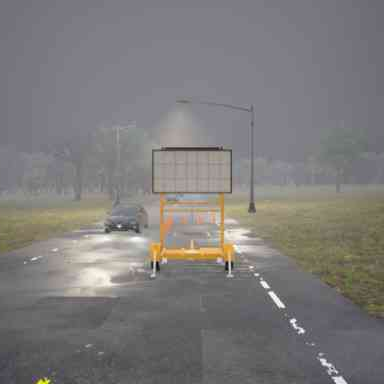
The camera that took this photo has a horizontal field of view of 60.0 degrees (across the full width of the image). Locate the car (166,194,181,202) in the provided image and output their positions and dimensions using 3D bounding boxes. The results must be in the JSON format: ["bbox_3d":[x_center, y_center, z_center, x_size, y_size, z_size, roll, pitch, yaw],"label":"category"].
[{"bbox_3d":[-3.546,1.124,59.766,1.882,1.535,5.008,0,1,0],"label":"car"}]

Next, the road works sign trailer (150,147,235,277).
[{"bbox_3d":[0.004,0.445,10.169,2.380,3.560,2.880,0,0,0],"label":"road works sign trailer"}]

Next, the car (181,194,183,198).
[{"bbox_3d":[-3.456,0.552,89.982,2.150,2.045,5.566,0,1,0],"label":"car"}]

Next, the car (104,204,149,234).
[{"bbox_3d":[-3.590,1.450,18.860,1.837,1.490,4.892,0,0,0],"label":"car"}]
